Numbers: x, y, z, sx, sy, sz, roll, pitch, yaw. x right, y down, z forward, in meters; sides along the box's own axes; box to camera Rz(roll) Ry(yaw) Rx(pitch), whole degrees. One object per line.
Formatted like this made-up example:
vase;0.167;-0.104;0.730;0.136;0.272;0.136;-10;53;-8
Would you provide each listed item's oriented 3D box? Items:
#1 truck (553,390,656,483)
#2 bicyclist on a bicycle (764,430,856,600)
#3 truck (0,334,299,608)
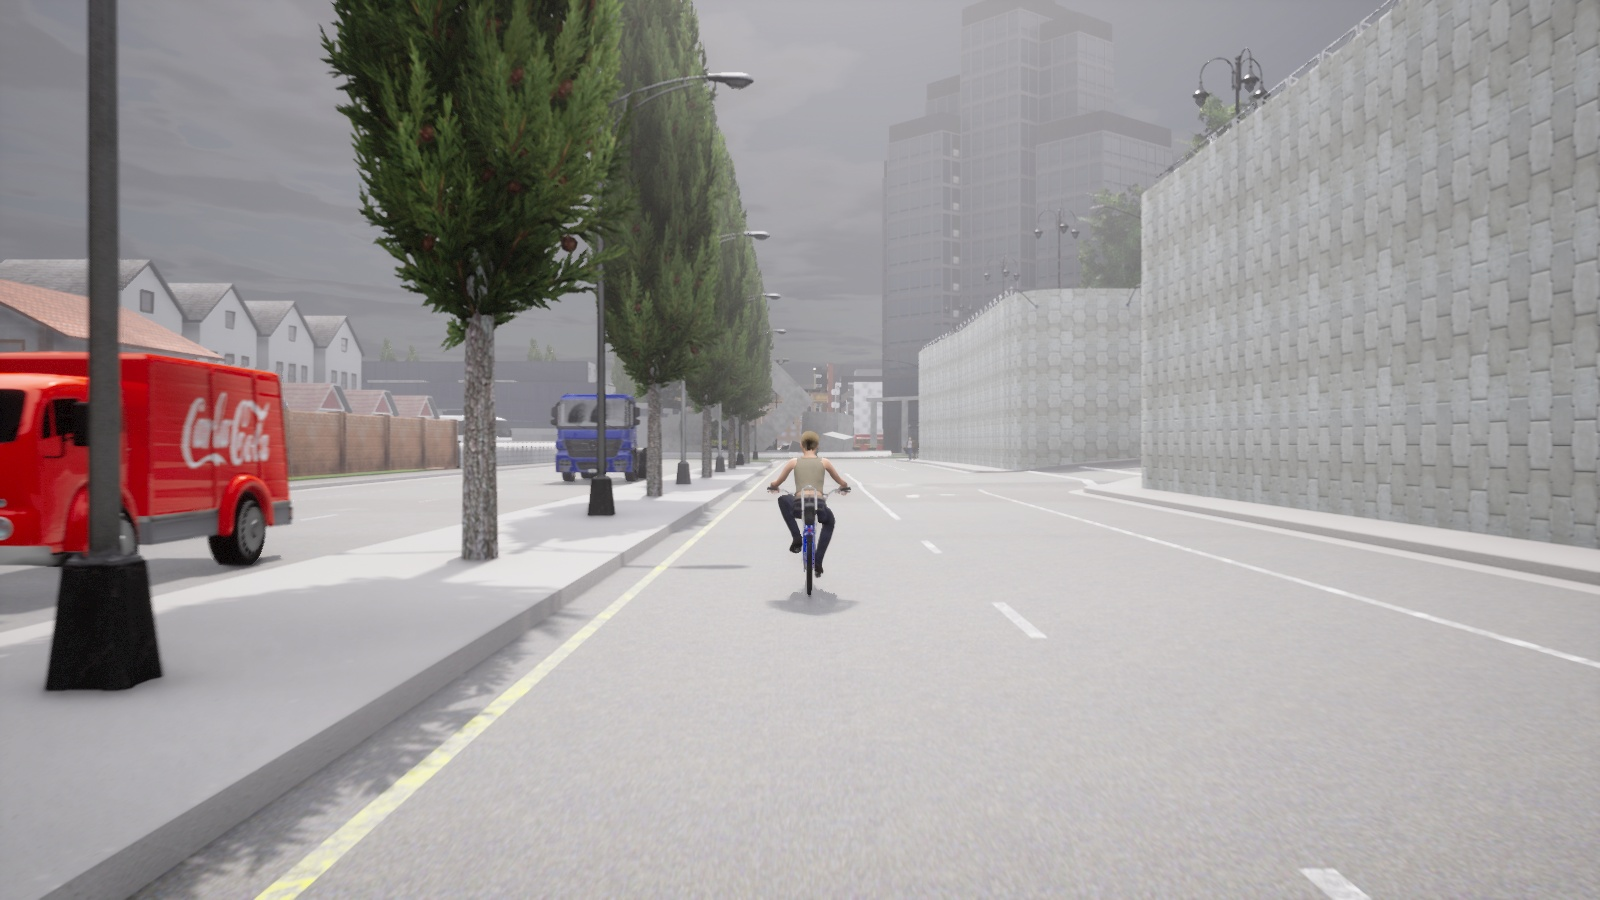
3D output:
truck;-7.697;-0.526;50.497;2.891;3.462;7.936;0;0;0
bicyclist on a bicycle;0.092;0.612;12.634;0.866;1.612;1.509;0;0;0
truck;-7.905;0.175;13.894;2.627;2.467;5.204;0;0;0
